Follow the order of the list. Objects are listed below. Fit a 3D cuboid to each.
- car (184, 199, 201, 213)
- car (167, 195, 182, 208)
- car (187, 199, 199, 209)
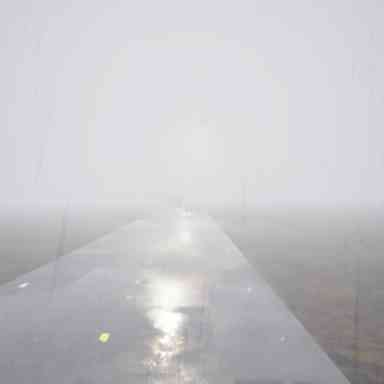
[{"bbox_3d":[0.109,1.727,39.516,1.812,1.442,4.674,0,-1,0],"label":"car"},{"bbox_3d":[-2.755,1.494,52.746,2.150,2.045,5.566,0,-1,0],"label":"car"},{"bbox_3d":[0.111,1.790,52.187,1.812,1.442,4.674,0,0,0],"label":"car"}]
